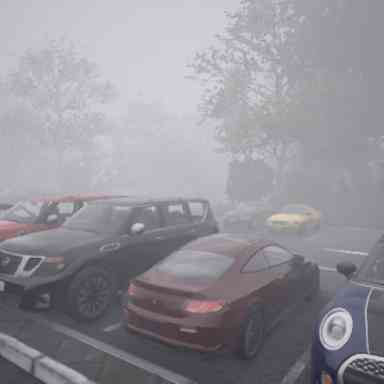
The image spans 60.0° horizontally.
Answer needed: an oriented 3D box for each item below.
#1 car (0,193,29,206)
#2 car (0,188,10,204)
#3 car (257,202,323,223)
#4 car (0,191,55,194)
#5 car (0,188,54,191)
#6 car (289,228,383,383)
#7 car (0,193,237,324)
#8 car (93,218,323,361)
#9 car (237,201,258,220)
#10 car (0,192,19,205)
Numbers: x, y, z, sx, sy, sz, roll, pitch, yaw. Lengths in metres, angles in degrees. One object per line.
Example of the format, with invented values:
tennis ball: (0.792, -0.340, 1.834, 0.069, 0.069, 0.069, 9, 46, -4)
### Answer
car: (-21.465, 0.843, 37.961, 2.002, 1.452, 4.674, 1, 1, 36)
car: (-25.908, 0.466, 41.104, 2.435, 2.045, 5.566, 1, 1, 36)
car: (5.738, 1.379, 18.297, 1.946, 1.575, 5.366, 1, 1, 36)
car: (-3.729, 1.087, 9.178, 2.435, 2.045, 5.566, 1, 1, 36)
car: (-16.945, 0.646, 34.699, 2.435, 2.045, 5.566, 1, 1, 36)
car: (3.145, 1.358, 4.339, 2.185, 1.767, 4.553, 1, 1, 36)
car: (-1.449, 1.136, 7.549, 2.435, 2.045, 5.566, 1, 1, 36)
car: (0.843, 1.476, 5.943, 2.002, 1.452, 4.674, 1, 1, 36)
car: (3.590, 1.335, 20.066, 2.231, 1.521, 4.892, 1, 1, 36)
car: (-23.631, 0.761, 39.505, 2.097, 1.535, 5.008, 1, 1, 36)
